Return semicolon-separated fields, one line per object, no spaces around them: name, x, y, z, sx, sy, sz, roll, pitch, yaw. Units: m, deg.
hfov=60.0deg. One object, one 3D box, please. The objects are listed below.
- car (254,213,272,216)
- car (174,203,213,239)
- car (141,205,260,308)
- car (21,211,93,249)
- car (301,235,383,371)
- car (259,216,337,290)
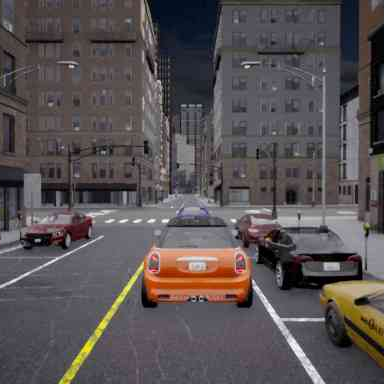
car;2.866;1.577;14.486;1.802;1.307;4.206;-1;0;0
car;0.099;1.472;18.385;1.882;1.535;5.008;0;0;1
car;0.097;1.350;8.097;2.097;1.767;4.553;0;0;0
car;-5.679;1.540;14.483;1.887;1.381;4.507;-1;0;0
car;2.866;1.524;3.484;1.752;1.417;4.829;-1;0;0
car;2.866;1.563;8.900;1.947;1.339;4.313;-1;0;0
